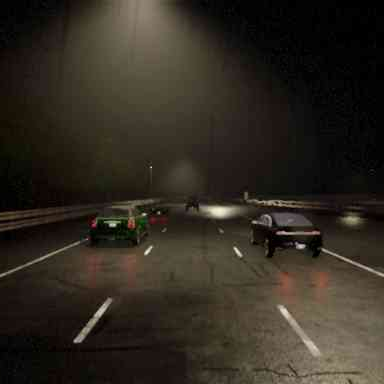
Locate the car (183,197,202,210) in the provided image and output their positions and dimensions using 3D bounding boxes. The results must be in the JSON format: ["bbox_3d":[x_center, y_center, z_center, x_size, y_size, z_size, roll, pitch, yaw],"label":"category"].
[{"bbox_3d":[0.075,1.883,49.079,1.837,1.490,4.892,0,0,0],"label":"car"}]

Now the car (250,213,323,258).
[{"bbox_3d":[3.520,1.568,13.173,2.128,1.511,4.902,0,0,0],"label":"car"}]

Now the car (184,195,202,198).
[{"bbox_3d":[0.194,1.738,61.607,2.150,2.045,5.566,0,-1,0],"label":"car"}]

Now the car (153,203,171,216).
[{"bbox_3d":[-3.345,1.852,36.168,1.895,1.301,4.718,0,-1,0],"label":"car"}]

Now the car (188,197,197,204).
[{"bbox_3d":[0.127,2.105,82.407,2.097,1.767,4.553,0,-1,0],"label":"car"}]

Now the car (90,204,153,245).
[{"bbox_3d":[-3.375,1.448,16.288,2.097,1.767,4.553,0,0,0],"label":"car"}]
